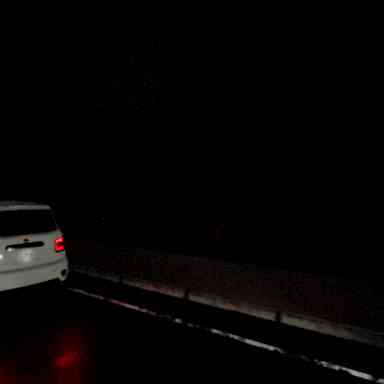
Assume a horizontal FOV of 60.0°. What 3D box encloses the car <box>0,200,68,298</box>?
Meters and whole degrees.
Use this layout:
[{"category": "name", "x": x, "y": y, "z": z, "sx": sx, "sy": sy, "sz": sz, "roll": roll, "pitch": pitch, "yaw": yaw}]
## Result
[{"category": "car", "x": -5.097, "y": 1.194, "z": 7.470, "sx": 5.566, "sy": 2.045, "sz": 2.150, "roll": 0, "pitch": 0, "yaw": 36}]
